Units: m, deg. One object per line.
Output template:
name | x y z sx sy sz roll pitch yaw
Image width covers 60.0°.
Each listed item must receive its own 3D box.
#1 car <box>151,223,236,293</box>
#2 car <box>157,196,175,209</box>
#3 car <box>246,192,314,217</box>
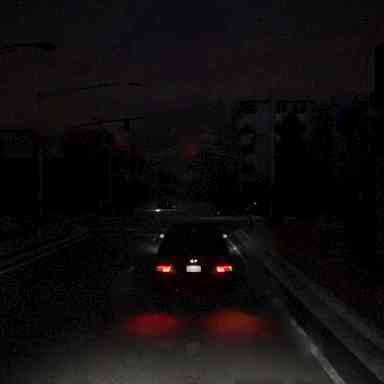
car | 0.040 1.547 9.000 2.033 1.411 5.357 0 0 0
car | -3.681 1.505 45.605 1.837 1.490 4.892 0 0 0
car | 7.467 1.047 28.339 5.566 2.045 2.150 0 0 -4
